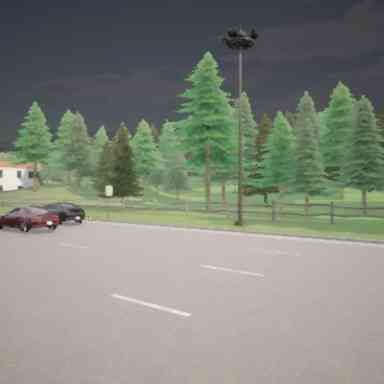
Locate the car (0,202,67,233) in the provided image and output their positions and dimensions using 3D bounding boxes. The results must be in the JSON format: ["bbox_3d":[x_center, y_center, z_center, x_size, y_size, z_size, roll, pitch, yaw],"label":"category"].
[{"bbox_3d":[-9.623,1.517,19.430,4.674,1.442,1.812,0,0,35],"label":"car"}]

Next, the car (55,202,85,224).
[{"bbox_3d":[-9.661,1.495,23.774,4.892,1.490,1.837,0,0,35],"label":"car"}]
